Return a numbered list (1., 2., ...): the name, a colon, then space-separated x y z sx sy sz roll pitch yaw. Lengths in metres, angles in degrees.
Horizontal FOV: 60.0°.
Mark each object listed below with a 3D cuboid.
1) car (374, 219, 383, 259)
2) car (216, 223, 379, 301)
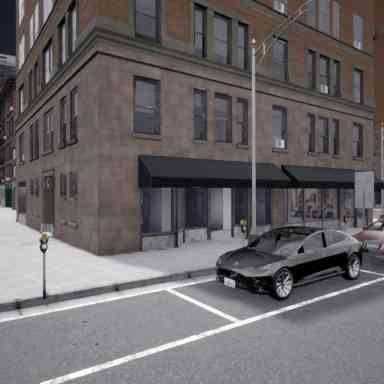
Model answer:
1. car: 7.060 1.582 11.557 4.206 1.307 1.802 0 0 -35
2. car: 2.579 1.566 8.367 4.313 1.339 1.947 0 0 -35
